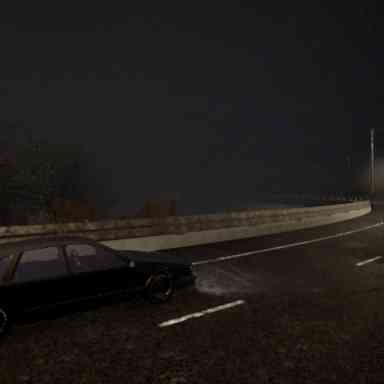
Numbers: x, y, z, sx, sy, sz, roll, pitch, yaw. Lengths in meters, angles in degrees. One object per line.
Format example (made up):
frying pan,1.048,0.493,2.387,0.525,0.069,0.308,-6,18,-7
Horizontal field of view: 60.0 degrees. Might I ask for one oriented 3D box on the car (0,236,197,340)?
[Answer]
car,-2.482,1.581,6.389,5.357,1.411,2.033,0,0,-37
